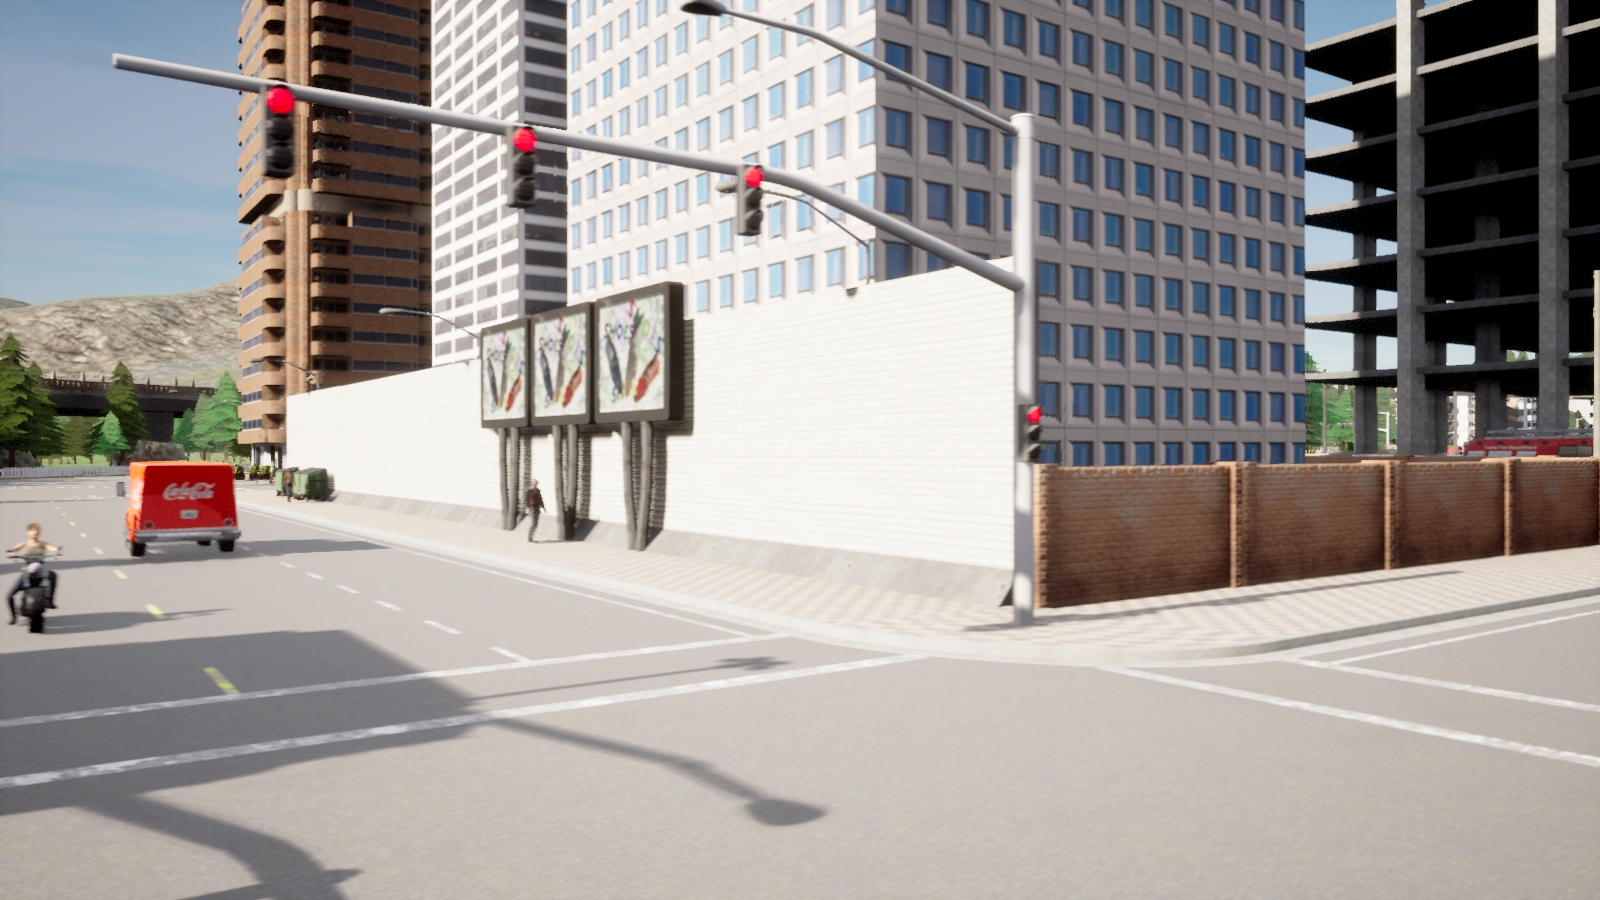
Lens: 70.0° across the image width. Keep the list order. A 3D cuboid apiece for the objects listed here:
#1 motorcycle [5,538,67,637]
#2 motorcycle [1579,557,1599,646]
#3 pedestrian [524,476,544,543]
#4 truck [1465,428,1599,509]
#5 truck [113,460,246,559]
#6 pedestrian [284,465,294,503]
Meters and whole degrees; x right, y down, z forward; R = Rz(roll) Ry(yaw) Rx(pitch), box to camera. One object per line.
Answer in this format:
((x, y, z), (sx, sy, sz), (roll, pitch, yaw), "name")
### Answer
((-12.097, 2.127, 18.054), (0.764, 1.277, 2.356), (0, 0, -35), "motorcycle")
((12.209, 2.174, 16.600), (2.033, 1.199, 0.803), (0, 0, -35), "motorcycle")
((-7.431, 1.649, 31.928), (0.375, 1.860, 0.375), (0, 0, 41), "pedestrian")
((37.863, 0.856, 56.198), (2.891, 3.827, 8.468), (0, 0, -35), "truck")
((-17.321, 1.531, 31.729), (2.627, 2.467, 5.204), (0, 0, -36), "truck")
((-25.308, 1.669, 56.587), (0.375, 1.860, 0.375), (0, 0, -33), "pedestrian")
